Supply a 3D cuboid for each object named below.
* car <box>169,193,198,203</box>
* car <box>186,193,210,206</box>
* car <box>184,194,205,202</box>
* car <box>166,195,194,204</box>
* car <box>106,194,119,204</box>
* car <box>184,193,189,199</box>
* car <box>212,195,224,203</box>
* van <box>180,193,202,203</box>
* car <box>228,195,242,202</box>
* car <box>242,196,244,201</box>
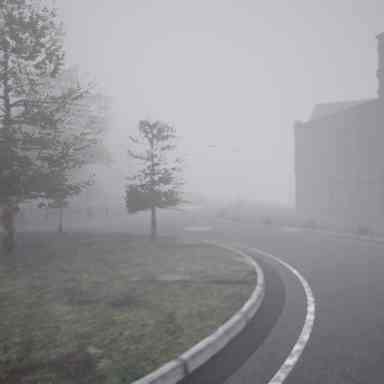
[{"bbox_3d":[-1.692,1.202,67.167,5.566,2.045,2.435,-1,-1,14],"label":"car"},{"bbox_3d":[1.174,1.366,53.518,2.128,1.511,4.902,-1,0,15],"label":"car"},{"bbox_3d":[0.576,1.481,76.110,4.553,1.767,2.185,-1,-2,14],"label":"car"},{"bbox_3d":[-2.371,1.424,64.326,5.008,1.535,2.097,-1,-1,14],"label":"car"},{"bbox_3d":[-14.455,1.387,66.448,5.566,2.045,2.435,-1,-1,14],"label":"car"},{"bbox_3d":[-3.134,1.269,61.389,4.553,1.767,2.185,-1,-1,14],"label":"car"},{"bbox_3d":[5.369,1.447,69.406,1.812,1.442,4.674,-1,-1,15],"label":"car"},{"bbox_3d":[-0.257,1.326,73.190,4.442,1.987,1.878,-1,-1,14],"label":"van"},{"bbox_3d":[8.771,1.434,69.575,1.994,1.385,4.181,-1,-1,15],"label":"car"},{"bbox_3d":[11.291,1.526,79.269,2.128,1.511,4.902,-1,-2,15],"label":"car"}]
